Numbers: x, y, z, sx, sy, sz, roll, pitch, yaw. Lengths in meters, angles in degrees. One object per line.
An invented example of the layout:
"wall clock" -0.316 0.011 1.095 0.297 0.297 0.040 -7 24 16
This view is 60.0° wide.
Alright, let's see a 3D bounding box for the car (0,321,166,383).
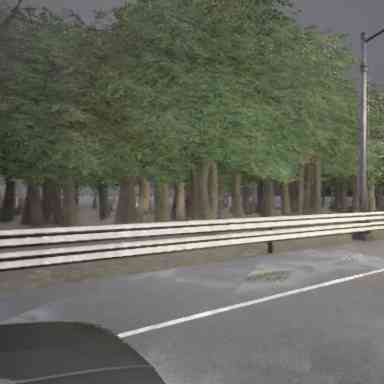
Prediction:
"car" -2.702 1.531 1.800 5.357 1.411 2.033 1 0 -36
